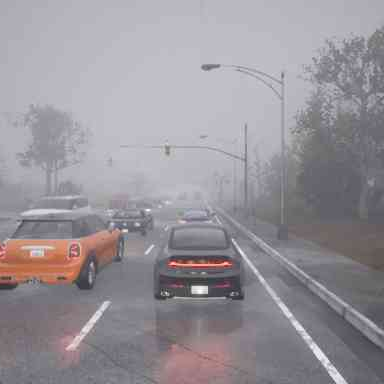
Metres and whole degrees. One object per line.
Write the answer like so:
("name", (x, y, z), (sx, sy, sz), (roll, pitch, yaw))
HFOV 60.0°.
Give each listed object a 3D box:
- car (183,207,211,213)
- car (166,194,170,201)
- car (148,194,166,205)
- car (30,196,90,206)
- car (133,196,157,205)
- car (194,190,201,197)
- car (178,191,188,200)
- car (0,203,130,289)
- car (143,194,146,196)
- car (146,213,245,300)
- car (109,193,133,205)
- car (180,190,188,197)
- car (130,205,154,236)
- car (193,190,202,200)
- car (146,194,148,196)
("car", (0.253, 1.525, 17.450), (1.812, 1.442, 4.674), (0, 0, 3))
("car", (-5.801, 1.212, 72.412), (1.994, 1.385, 4.181), (0, 2, 1))
("car", (-6.149, 1.474, 58.470), (1.882, 1.535, 5.008), (0, 0, 1))
("car", (-6.935, 1.220, 17.503), (2.150, 2.045, 5.566), (0, 0, 1))
("car", (-6.412, 1.562, 45.790), (1.994, 1.385, 4.181), (0, 0, 1))
("car", (1.452, 0.313, 85.553), (1.837, 1.490, 4.892), (0, 3, 1))
("car", (-2.247, 1.010, 75.204), (1.837, 1.490, 4.892), (0, 3, 1))
("car", (-3.328, 1.352, 9.315), (2.097, 1.767, 4.553), (0, 0, 1))
("car", (-9.671, 1.523, 57.389), (1.812, 1.442, 4.674), (0, 0, 2))
("car", (0.160, 1.504, 8.375), (1.837, 1.490, 4.892), (0, 0, 1))
("car", (-9.901, 1.220, 46.291), (2.150, 2.045, 5.566), (0, 0, 1))
("car", (-2.047, 0.337, 85.621), (1.812, 1.442, 4.674), (0, 3, 1))
("car", (-3.250, 1.600, 18.400), (1.895, 1.301, 4.718), (0, 0, 0))
("car", (1.252, 1.050, 75.139), (2.033, 1.411, 5.357), (0, 3, 1))
("car", (-9.370, 1.174, 68.846), (2.097, 1.767, 4.553), (0, 2, 1))
